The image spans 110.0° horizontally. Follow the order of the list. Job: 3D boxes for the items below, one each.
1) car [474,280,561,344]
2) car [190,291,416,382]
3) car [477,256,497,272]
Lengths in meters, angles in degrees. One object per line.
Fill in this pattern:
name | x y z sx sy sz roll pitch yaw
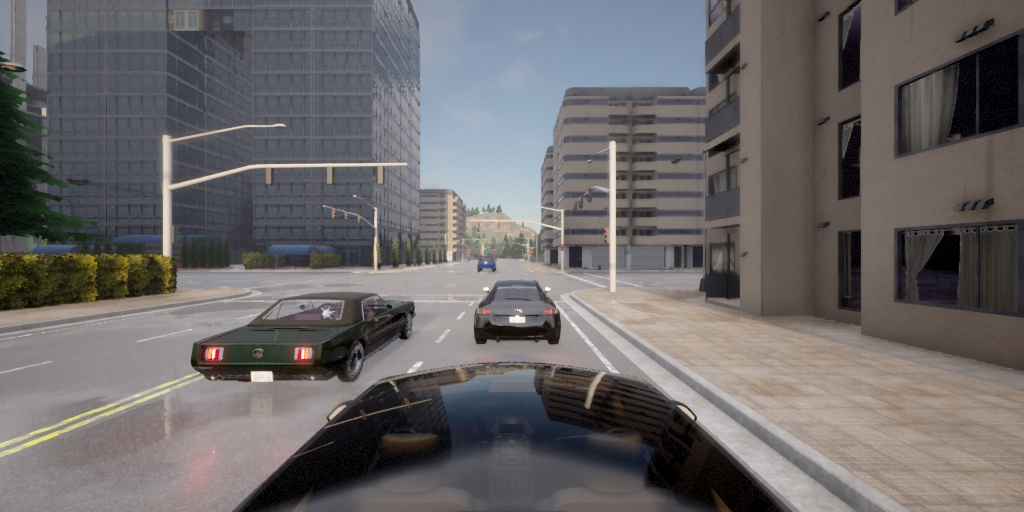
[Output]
car | 0.132 1.314 9.571 1.994 1.385 4.181 0 0 1
car | -3.380 1.351 7.094 1.895 1.301 4.718 0 0 0
car | -3.198 0.971 46.235 2.150 2.045 5.566 0 0 0
